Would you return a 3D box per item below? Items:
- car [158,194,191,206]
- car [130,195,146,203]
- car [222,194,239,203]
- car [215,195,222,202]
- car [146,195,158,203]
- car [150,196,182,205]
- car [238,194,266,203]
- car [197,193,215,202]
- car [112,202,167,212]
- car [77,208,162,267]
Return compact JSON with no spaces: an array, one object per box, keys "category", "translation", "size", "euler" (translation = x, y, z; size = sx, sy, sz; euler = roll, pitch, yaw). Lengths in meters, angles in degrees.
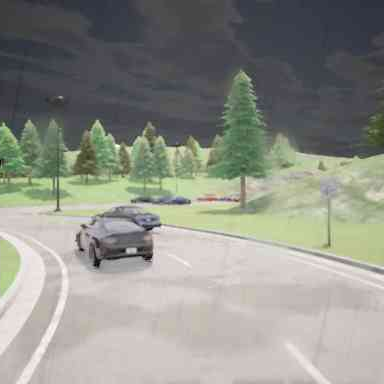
[{"category":"car","translation":[-2.356,1.365,50.460],"size":[4.674,1.442,1.812],"euler":[-1,0,-38]},{"category":"car","translation":[-8.662,1.349,58.823],"size":[4.892,1.490,1.837],"euler":[-1,0,-37]},{"category":"car","translation":[8.635,1.087,63.325],"size":[4.553,1.767,2.097],"euler":[0,0,-37]},{"category":"car","translation":[7.433,1.257,66.798],"size":[4.674,1.442,1.812],"euler":[-2,1,-38]},{"category":"car","translation":[-4.379,1.192,53.311],"size":[4.553,1.767,2.097],"euler":[-1,0,-37]},{"category":"car","translation":[-4.484,1.373,57.630],"size":[5.357,1.411,2.033],"euler":[0,0,-37]},{"category":"car","translation":[11.459,1.219,61.096],"size":[4.902,1.511,2.128],"euler":[0,0,-37]},{"category":"car","translation":[3.105,1.107,67.873],"size":[4.553,1.767,2.097],"euler":[0,0,-38]},{"category":"car","translation":[-3.856,1.502,19.187],"size":[2.033,1.411,5.357],"euler":[0,0,-39]},{"category":"car","translation":[-2.747,1.501,11.470],"size":[1.812,1.442,4.674],"euler":[0,0,-27]}]
